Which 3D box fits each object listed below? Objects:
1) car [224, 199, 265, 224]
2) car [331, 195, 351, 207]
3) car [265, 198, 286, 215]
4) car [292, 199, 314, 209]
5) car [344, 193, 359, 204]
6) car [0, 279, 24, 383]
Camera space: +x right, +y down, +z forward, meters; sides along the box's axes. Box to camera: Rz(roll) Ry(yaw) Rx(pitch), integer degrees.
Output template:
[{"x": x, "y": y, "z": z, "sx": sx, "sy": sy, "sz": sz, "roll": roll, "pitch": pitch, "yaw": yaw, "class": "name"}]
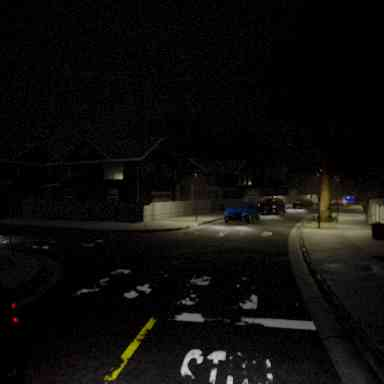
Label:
[{"x": 3.962, "y": 1.504, "z": 25.680, "sx": 1.882, "sy": 1.535, "sz": 5.008, "roll": 0, "pitch": 0, "yaw": 24, "class": "car"}, {"x": 23.120, "y": 1.580, "z": 52.101, "sx": 1.895, "sy": 1.301, "sz": 4.718, "roll": 0, "pitch": 0, "yaw": 34, "class": "car"}, {"x": 8.196, "y": 1.378, "z": 34.349, "sx": 2.097, "sy": 1.767, "sz": 4.553, "roll": 0, "pitch": 0, "yaw": 29, "class": "car"}, {"x": 15.227, "y": 1.609, "z": 45.609, "sx": 1.895, "sy": 1.301, "sz": 4.718, "roll": 0, "pitch": 0, "yaw": 35, "class": "car"}, {"x": 28.776, "y": 1.173, "z": 60.345, "sx": 2.150, "sy": 2.045, "sz": 5.566, "roll": 0, "pitch": 0, "yaw": 34, "class": "car"}, {"x": -2.384, "y": 1.221, "z": 0.455, "sx": 2.150, "sy": 2.045, "sz": 5.566, "roll": 0, "pitch": 0, "yaw": -2, "class": "car"}]
